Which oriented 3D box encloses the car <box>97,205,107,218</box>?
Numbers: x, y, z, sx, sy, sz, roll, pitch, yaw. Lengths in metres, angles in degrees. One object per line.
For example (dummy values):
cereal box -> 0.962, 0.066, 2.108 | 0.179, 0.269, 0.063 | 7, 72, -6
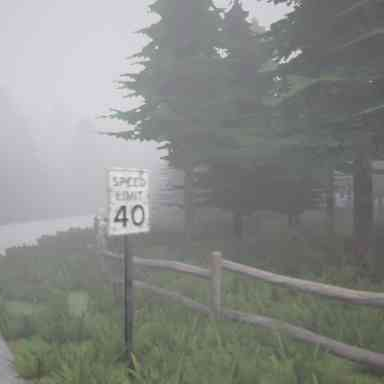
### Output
car -> -8.164, 1.985, 35.356 | 2.033, 1.411, 5.357 | -1, -1, 11
